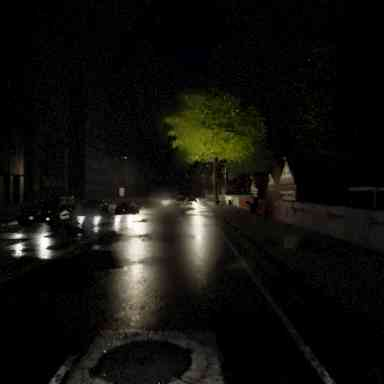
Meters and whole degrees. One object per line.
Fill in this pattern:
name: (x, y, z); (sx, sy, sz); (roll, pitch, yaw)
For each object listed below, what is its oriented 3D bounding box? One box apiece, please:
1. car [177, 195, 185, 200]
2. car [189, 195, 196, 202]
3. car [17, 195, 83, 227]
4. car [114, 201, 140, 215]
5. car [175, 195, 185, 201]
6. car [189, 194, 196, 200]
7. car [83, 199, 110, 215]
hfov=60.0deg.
car: (-3.153, 1.557, 94.520); (1.994, 1.385, 4.181); (0, 0, 0)
car: (0.086, 1.677, 84.081); (2.033, 1.411, 5.357); (0, 0, 0)
car: (-9.734, 1.225, 22.924); (2.150, 2.045, 5.566); (0, 0, 0)
car: (-6.489, 1.582, 33.680); (1.994, 1.385, 4.181); (0, 0, 1)
car: (-3.163, 1.729, 84.376); (1.895, 1.301, 4.718); (0, 0, 0)
car: (0.097, 1.486, 94.516); (1.882, 1.535, 5.008); (0, 0, 0)
car: (-9.737, 1.522, 33.752); (1.837, 1.490, 4.892); (0, -1, 1)
